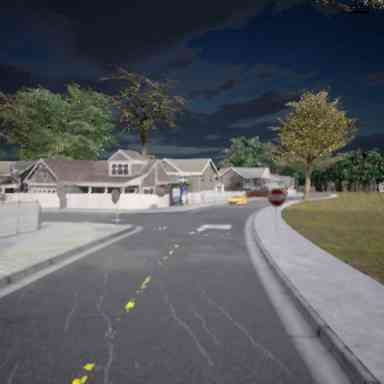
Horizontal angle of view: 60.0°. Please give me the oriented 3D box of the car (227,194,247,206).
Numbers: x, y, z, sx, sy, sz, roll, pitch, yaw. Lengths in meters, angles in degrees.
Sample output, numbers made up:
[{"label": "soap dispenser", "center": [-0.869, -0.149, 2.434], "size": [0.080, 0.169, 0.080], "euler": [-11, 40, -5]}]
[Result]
[{"label": "car", "center": [6.346, 1.104, 46.734], "size": [1.882, 1.535, 5.008], "euler": [1, 2, 21]}]
